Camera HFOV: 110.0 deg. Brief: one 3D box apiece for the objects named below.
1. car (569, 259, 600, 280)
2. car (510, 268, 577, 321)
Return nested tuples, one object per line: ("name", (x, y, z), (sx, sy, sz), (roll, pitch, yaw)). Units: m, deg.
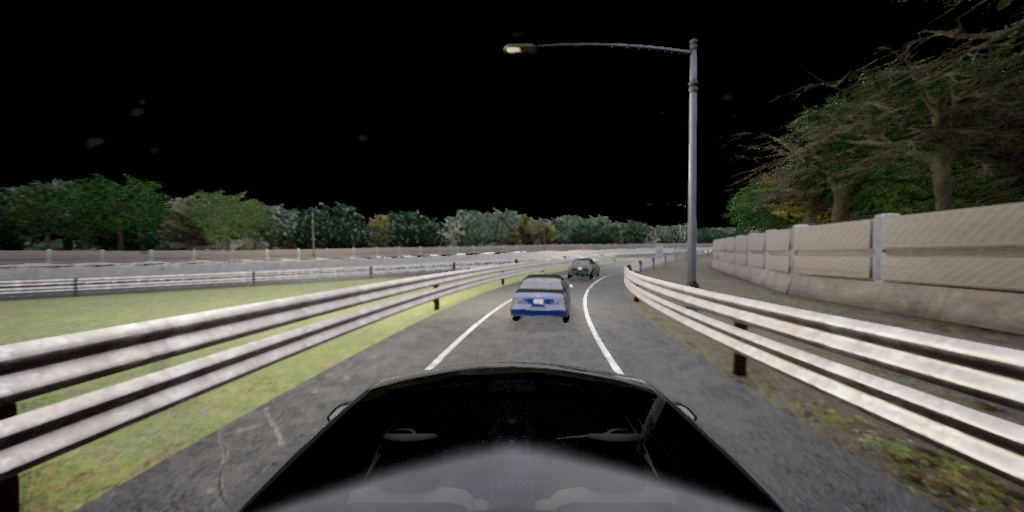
("car", (6.266, 0.993, 30.890), (2.097, 1.767, 4.553), (1, 1, 21))
("car", (1.151, 1.350, 12.771), (2.033, 1.411, 5.357), (0, 0, 9))
